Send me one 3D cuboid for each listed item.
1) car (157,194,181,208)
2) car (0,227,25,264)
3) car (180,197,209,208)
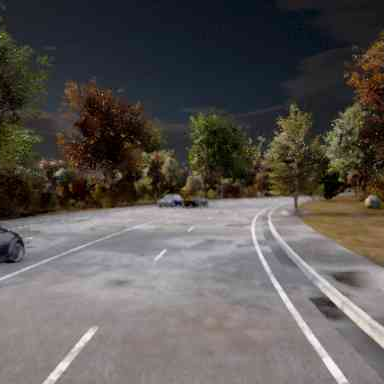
[{"bbox_3d":[-2.766,1.087,42.425,2.097,1.767,4.553,-1,0,20],"label":"car"},{"bbox_3d":[-6.552,1.557,9.139,1.994,1.385,4.181,0,0,6],"label":"car"},{"bbox_3d":[0.591,1.291,41.455,1.895,1.301,4.718,-1,0,20],"label":"car"}]
